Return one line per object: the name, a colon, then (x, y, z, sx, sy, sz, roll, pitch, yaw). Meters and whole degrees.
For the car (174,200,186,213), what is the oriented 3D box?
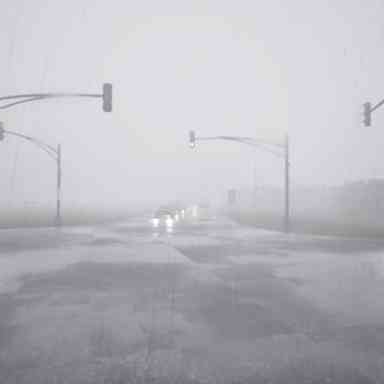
car: (-2.387, 2.059, 45.601, 2.128, 1.511, 4.902, 0, -1, 3)

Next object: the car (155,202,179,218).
car: (-2.836, 2.056, 36.285, 1.895, 1.301, 4.718, 0, -1, 3)

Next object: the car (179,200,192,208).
car: (-1.164, 2.286, 64.860, 2.128, 1.511, 4.902, 0, -1, 4)

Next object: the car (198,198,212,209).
car: (2.001, 2.258, 57.982, 2.033, 1.411, 5.357, 0, -1, 4)

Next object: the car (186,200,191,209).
car: (-1.857, 2.170, 54.949, 2.128, 1.511, 4.902, 0, -1, 4)
